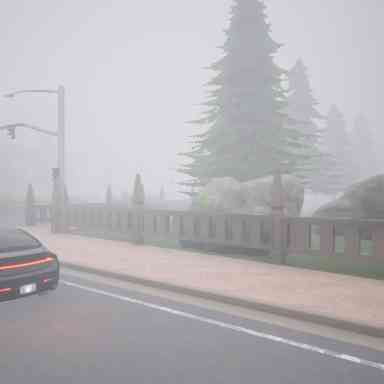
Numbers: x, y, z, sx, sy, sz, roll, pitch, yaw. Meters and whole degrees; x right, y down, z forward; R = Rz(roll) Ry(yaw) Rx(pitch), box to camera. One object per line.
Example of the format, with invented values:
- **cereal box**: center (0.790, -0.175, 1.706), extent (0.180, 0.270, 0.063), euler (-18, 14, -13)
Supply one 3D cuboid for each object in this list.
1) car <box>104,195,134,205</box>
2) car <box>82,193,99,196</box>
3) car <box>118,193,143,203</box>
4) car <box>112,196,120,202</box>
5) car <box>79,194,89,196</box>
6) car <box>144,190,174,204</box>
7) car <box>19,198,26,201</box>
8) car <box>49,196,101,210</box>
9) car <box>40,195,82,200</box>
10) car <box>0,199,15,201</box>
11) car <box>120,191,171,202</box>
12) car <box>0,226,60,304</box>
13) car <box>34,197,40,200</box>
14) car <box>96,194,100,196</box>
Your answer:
- **car**: center (-12.645, 1.388, 57.721), extent (2.128, 1.511, 4.902), euler (0, 2, 36)
- **car**: center (-17.996, 1.202, 56.242), extent (2.150, 2.045, 5.566), euler (0, 1, 36)
- **car**: center (-11.925, 1.156, 64.719), extent (1.837, 1.490, 4.892), euler (0, 3, 36)
- **car**: center (-7.862, 1.509, 39.990), extent (1.837, 1.490, 4.892), euler (0, 0, 36)
- **car**: center (-18.504, 1.496, 49.523), extent (2.128, 1.511, 4.902), euler (0, 0, 36)
- **car**: center (-5.984, 0.849, 60.996), extent (2.150, 2.045, 5.566), euler (0, 3, 36)
- **car**: center (-23.998, 1.552, 41.862), extent (2.033, 1.411, 5.357), euler (0, 0, 36)
- **car**: center (-13.532, 1.551, 38.088), extent (2.033, 1.411, 5.357), euler (0, 0, 36)
- **car**: center (-17.513, 1.530, 44.897), extent (1.812, 1.442, 4.674), euler (0, 0, 36)
- **car**: center (-22.618, 1.568, 37.787), extent (1.994, 1.385, 4.181), euler (0, 0, 36)
- **car**: center (-5.046, 1.226, 37.910), extent (2.150, 2.045, 5.566), euler (0, 0, 36)
- **car**: center (-4.936, 1.506, 7.459), extent (4.892, 1.490, 1.837), euler (0, 0, 36)
- **car**: center (-23.698, 1.510, 48.284), extent (1.837, 1.490, 4.892), euler (0, 0, 36)
- **car**: center (-12.150, 1.484, 52.398), extent (1.837, 1.490, 4.892), euler (0, 1, 36)
